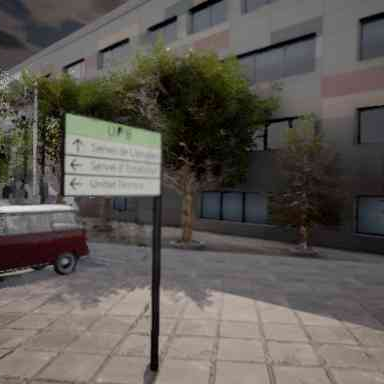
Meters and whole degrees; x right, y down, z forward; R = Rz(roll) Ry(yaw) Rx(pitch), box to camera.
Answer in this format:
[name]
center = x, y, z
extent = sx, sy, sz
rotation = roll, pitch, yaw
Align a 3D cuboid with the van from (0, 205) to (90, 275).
[van]
center = -4.832, 1.363, 8.873
extent = 1.878, 1.987, 4.442
rotation = -2, -1, 36
